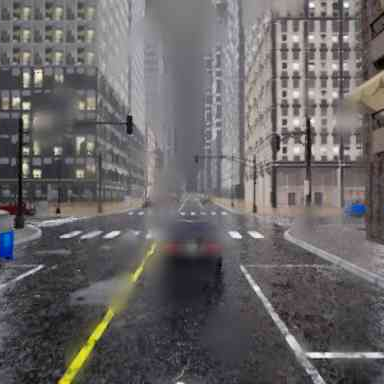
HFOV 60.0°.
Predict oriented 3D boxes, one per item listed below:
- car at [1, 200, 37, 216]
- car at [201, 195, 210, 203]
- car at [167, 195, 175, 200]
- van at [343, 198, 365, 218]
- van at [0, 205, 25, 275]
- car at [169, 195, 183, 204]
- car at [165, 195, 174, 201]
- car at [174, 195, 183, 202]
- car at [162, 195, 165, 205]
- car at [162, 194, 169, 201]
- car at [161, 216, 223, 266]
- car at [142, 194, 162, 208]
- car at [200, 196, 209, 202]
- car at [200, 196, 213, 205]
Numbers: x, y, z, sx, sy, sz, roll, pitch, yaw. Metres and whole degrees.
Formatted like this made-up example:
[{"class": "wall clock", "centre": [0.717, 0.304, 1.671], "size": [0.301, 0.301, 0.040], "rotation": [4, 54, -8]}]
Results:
[{"class": "car", "centre": [-16.493, 1.470, 30.329], "size": [4.097, 1.590, 1.967], "rotation": [0, -1, 0]}, {"class": "car", "centre": [2.699, 1.463, 68.289], "size": [1.752, 1.417, 4.829], "rotation": [1, 0, 0]}, {"class": "car", "centre": [-5.684, 1.469, 90.351], "size": [2.008, 1.369, 4.403], "rotation": [1, 0, 0]}, {"class": "van", "centre": [15.981, 1.425, 30.260], "size": [3.998, 1.788, 1.690], "rotation": [0, -1, 0]}, {"class": "van", "centre": [-5.809, 1.334, 7.684], "size": [1.690, 1.788, 3.998], "rotation": [1, 0, 0]}, {"class": "car", "centre": [-3.050, 1.470, 60.978], "size": [1.812, 1.442, 4.674], "rotation": [0, 0, 1]}, {"class": "car", "centre": [-5.684, 1.468, 84.776], "size": [1.887, 1.381, 4.507], "rotation": [1, 0, 0]}, {"class": "car", "centre": [-3.007, 1.412, 76.633], "size": [1.837, 1.490, 4.892], "rotation": [0, 0, 0]}, {"class": "car", "centre": [-5.681, 1.535, 51.325], "size": [1.802, 1.307, 4.206], "rotation": [1, 0, 0]}, {"class": "car", "centre": [-5.676, 1.263, 56.900], "size": [2.192, 1.841, 5.009], "rotation": [1, 0, 0]}, {"class": "car", "centre": [0.016, 1.537, 11.390], "size": [2.033, 1.411, 5.357], "rotation": [0, 0, 0]}, {"class": "car", "centre": [-5.678, 1.398, 45.750], "size": [1.967, 1.590, 4.097], "rotation": [1, 0, 0]}, {"class": "car", "centre": [2.697, 1.499, 73.696], "size": [1.947, 1.339, 4.313], "rotation": [1, 0, 0]}, {"class": "car", "centre": [2.698, 1.530, 56.963], "size": [1.802, 1.307, 4.206], "rotation": [1, 0, 0]}]
